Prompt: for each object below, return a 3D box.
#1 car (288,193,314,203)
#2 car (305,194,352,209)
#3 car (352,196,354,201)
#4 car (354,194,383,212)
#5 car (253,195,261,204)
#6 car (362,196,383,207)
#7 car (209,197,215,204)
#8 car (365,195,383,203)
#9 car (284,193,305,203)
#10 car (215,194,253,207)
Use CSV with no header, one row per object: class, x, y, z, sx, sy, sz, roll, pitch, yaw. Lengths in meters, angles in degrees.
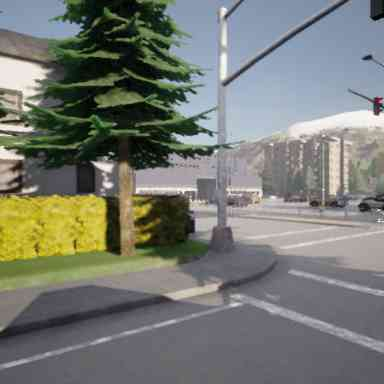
car,22.097,1.167,67.603,1.932,1.855,4.605,0,0,-36
car,17.238,1.144,42.147,1.932,1.855,4.605,0,0,-36
car,37.245,1.465,78.369,1.845,1.501,3.633,0,0,-36
car,19.179,1.119,33.844,1.905,1.878,3.866,0,0,-36
car,9.609,1.205,58.079,2.152,1.636,5.027,0,0,-36
car,27.755,1.359,48.861,2.007,1.523,4.514,0,0,-36
car,4.595,1.276,54.061,1.970,1.475,3.806,0,0,-36
car,39.172,1.472,70.607,1.970,1.475,3.806,0,0,-36
car,19.983,1.143,65.568,1.905,1.878,3.866,0,0,-36
car,5.751,1.337,46.202,2.007,1.523,4.514,0,0,-36
